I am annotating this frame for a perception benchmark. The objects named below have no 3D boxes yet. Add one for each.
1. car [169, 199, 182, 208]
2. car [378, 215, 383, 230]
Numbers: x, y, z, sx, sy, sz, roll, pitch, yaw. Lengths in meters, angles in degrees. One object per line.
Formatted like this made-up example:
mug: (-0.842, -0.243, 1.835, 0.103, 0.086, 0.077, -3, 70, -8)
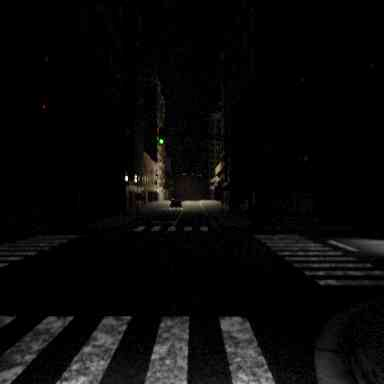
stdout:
car: (-2.553, 1.886, 53.697, 2.033, 1.411, 5.357, 0, 0, 0)
car: (12.411, 1.401, 17.121, 5.009, 1.841, 2.192, 0, 0, 0)
